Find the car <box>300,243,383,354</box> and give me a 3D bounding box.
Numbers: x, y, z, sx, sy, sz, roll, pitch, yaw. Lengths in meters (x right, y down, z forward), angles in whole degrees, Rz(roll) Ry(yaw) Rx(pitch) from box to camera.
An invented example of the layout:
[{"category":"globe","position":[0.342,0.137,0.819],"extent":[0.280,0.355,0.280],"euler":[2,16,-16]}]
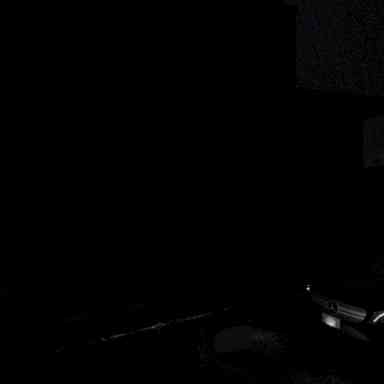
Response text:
[{"category":"car","position":[4.019,1.532,5.668],"extent":[4.674,1.442,1.812],"euler":[0,0,-26]}]
